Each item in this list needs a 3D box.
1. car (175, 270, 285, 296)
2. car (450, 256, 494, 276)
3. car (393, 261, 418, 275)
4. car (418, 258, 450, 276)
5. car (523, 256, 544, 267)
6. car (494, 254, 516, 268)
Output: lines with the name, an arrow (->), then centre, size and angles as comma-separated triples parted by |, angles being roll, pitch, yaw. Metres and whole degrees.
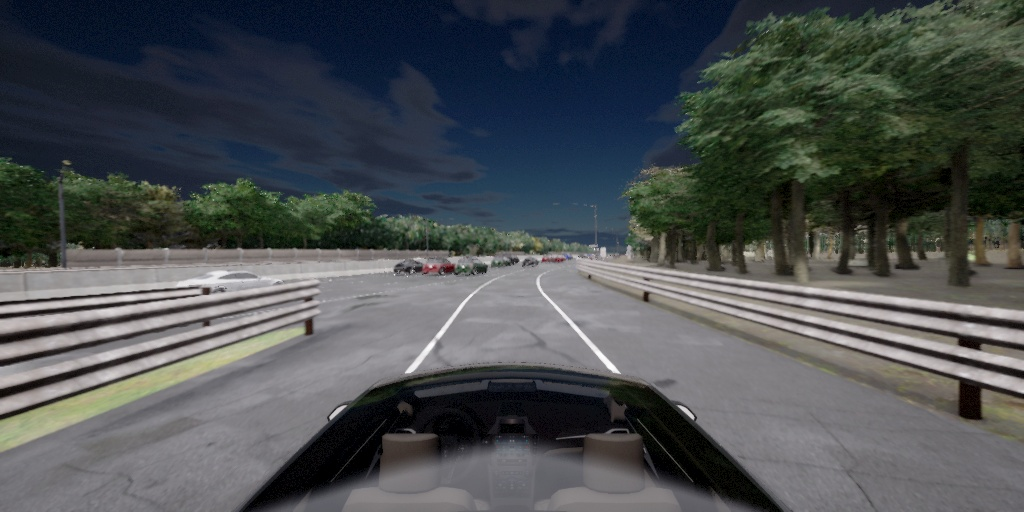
car -> -13.699, 1.421, 17.765 | 1.812, 1.442, 4.674 | 0, 0, 19
car -> -3.923, 1.016, 35.775 | 2.097, 1.767, 4.553 | 0, 0, 19
car -> -10.541, 1.223, 38.058 | 1.837, 1.490, 4.892 | 0, 0, 19
car -> -7.240, 1.043, 36.896 | 2.097, 1.767, 4.553 | 0, 0, 19
car -> 3.086, 0.957, 56.534 | 1.837, 1.490, 4.892 | 0, 0, 19
car -> -1.527, 0.871, 53.819 | 2.097, 1.767, 4.553 | 0, 0, 19
